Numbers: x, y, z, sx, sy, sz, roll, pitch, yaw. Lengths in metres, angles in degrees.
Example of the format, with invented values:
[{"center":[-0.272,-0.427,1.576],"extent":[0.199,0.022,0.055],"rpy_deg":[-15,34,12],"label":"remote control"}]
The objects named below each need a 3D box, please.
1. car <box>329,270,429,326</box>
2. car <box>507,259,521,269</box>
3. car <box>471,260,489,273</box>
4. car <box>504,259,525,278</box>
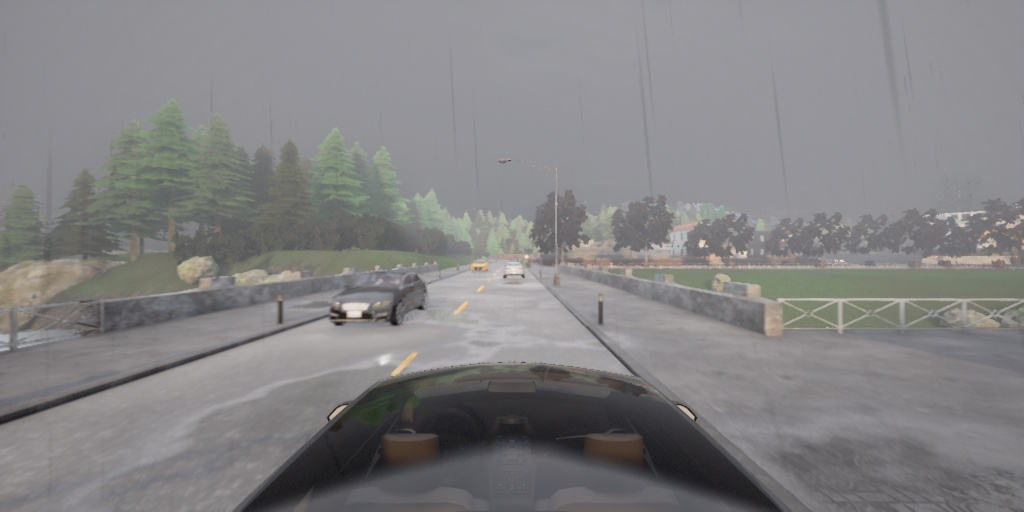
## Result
[{"center":[-4.071,1.239,11.726],"extent":[2.128,1.511,4.902],"rpy_deg":[0,0,0],"label":"car"},{"center":[0.289,1.252,56.346],"extent":[2.128,1.511,4.902],"rpy_deg":[0,0,0],"label":"car"},{"center":[-3.934,1.231,44.342],"extent":[1.882,1.535,5.008],"rpy_deg":[0,0,0],"label":"car"},{"center":[0.207,1.281,34.282],"extent":[1.812,1.442,4.674],"rpy_deg":[0,0,0],"label":"car"}]
